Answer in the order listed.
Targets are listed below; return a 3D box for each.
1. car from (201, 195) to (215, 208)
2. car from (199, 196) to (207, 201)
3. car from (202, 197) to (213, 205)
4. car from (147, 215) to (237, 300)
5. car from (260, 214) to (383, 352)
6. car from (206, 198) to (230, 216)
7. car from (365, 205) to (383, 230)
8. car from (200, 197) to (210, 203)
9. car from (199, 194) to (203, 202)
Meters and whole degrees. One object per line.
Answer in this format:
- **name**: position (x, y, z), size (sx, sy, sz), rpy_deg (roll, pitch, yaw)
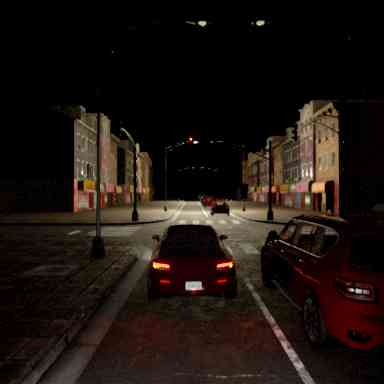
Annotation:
- **car**: position (2.702, 1.605, 48.879), size (1.887, 1.381, 4.507), rpy_deg (1, 0, 0)
- **car**: position (2.744, 1.752, 86.942), size (1.947, 1.339, 4.313), rpy_deg (0, 0, 0)
- **car**: position (2.714, 1.672, 59.754), size (1.802, 1.307, 4.206), rpy_deg (0, 0, 0)
- **car**: position (-0.041, 1.527, 8.291), size (1.812, 1.442, 4.674), rpy_deg (0, 0, -2)
- **car**: position (2.657, 1.316, 6.137), size (2.192, 1.841, 5.009), rpy_deg (1, 0, 0)
- **car**: position (2.684, 1.572, 32.568), size (1.887, 1.381, 4.507), rpy_deg (1, 0, 0)
- **car**: position (13.566, 1.577, 20.717), size (4.674, 1.442, 1.812), rpy_deg (0, -1, 0)
- **car**: position (2.726, 1.707, 70.629), size (1.802, 1.307, 4.206), rpy_deg (0, 0, 0)
- **car**: position (2.710, 1.389, 54.317), size (2.192, 1.841, 5.009), rpy_deg (1, 0, 0)
